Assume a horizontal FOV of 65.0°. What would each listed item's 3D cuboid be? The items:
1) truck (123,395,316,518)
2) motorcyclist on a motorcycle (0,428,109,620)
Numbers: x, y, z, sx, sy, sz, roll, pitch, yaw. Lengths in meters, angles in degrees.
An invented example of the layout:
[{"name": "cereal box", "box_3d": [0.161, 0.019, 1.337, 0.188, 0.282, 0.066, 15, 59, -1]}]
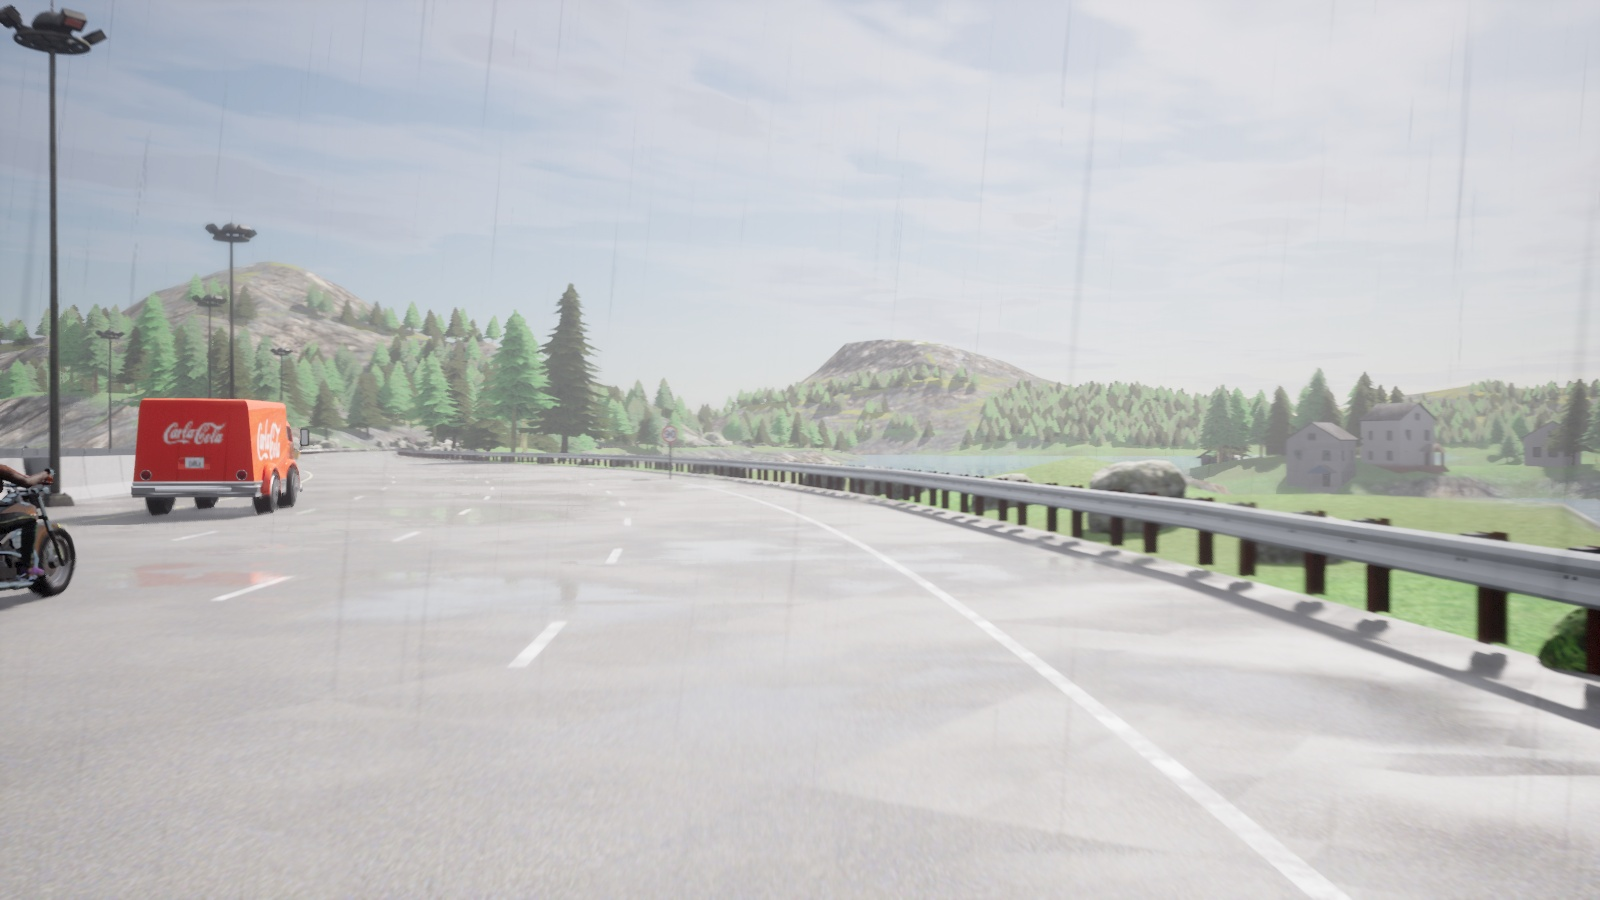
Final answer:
[{"name": "truck", "box_3d": [-12.760, 0.120, 28.068, 2.627, 2.467, 5.204, 0, 0, -10]}, {"name": "motorcyclist on a motorcycle", "box_3d": [-7.315, 0.642, 11.526, 0.766, 1.649, 2.350, -1, 0, -4]}]
